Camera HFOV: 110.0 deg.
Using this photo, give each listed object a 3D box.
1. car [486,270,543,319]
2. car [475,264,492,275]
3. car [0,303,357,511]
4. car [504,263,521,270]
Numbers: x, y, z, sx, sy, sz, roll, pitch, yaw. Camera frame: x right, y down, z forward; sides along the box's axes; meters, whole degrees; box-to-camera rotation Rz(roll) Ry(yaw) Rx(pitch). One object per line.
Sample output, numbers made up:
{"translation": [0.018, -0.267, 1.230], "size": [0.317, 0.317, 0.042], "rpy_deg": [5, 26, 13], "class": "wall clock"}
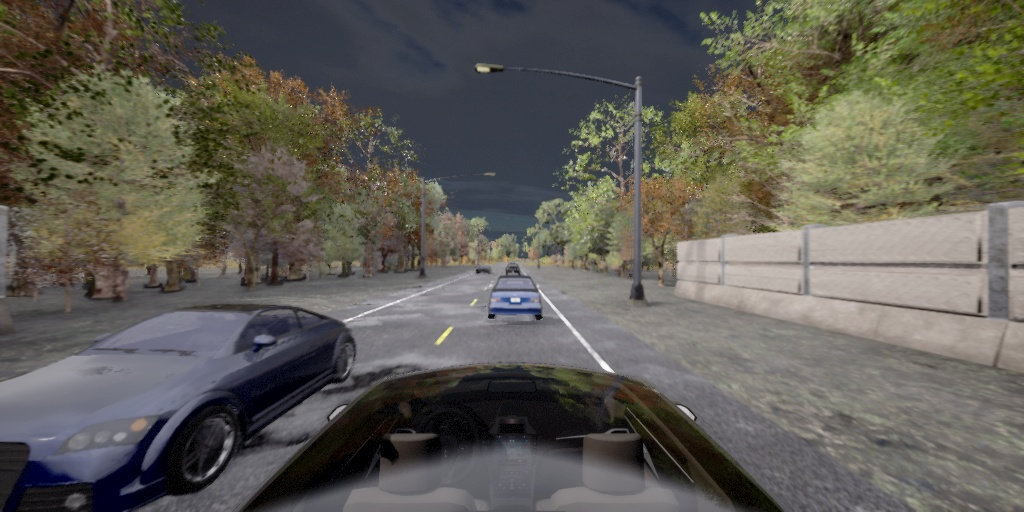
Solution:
{"translation": [0.106, 1.424, 13.520], "size": [2.033, 1.411, 5.357], "rpy_deg": [1, -1, 0], "class": "car"}
{"translation": [-3.585, 1.722, 45.711], "size": [1.895, 1.301, 4.718], "rpy_deg": [1, 0, 0], "class": "car"}
{"translation": [-3.597, 1.304, 4.347], "size": [1.994, 1.385, 4.181], "rpy_deg": [1, 0, 0], "class": "car"}
{"translation": [0.105, 1.667, 45.722], "size": [1.837, 1.490, 4.892], "rpy_deg": [1, 0, 0], "class": "car"}
